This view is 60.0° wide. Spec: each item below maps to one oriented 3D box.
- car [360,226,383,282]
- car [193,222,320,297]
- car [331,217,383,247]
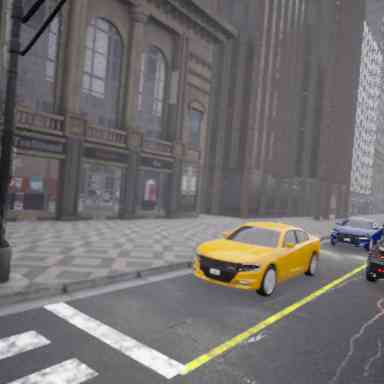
[{"bbox_3d":[6.888,2.058,10.449,1.837,1.490,4.892,5,0,39],"label":"car"},{"bbox_3d":[2.049,1.610,9.327,1.882,1.535,5.008,5,0,38],"label":"car"},{"bbox_3d":[9.186,2.174,18.288,1.882,1.535,5.008,5,1,38],"label":"car"}]
